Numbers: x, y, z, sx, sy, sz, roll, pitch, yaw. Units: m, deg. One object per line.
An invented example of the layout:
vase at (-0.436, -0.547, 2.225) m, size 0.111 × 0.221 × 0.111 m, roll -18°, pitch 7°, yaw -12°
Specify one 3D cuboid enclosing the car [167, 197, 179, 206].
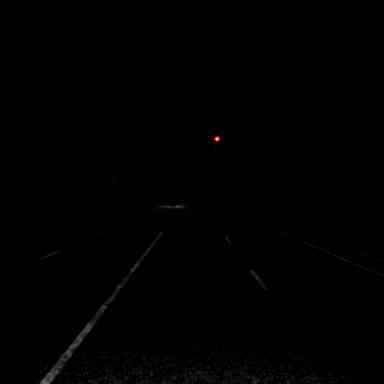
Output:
car at (-3.500, 1.724, 61.508) m, size 1.882 × 1.535 × 5.008 m, roll 0°, pitch 0°, yaw 0°
